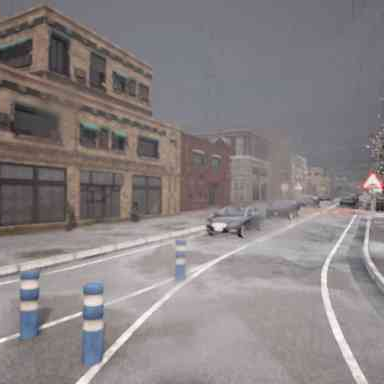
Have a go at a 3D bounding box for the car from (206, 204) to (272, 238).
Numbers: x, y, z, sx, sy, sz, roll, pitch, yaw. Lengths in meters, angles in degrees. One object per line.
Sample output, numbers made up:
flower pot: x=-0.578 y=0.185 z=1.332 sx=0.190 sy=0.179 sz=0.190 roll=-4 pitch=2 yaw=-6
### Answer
car: x=2.389 y=1.441 z=17.561 sx=2.128 sy=1.511 sz=4.902 roll=0 pitch=1 yaw=28

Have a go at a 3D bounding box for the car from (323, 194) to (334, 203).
car: x=20.558 y=0.946 z=50.854 sx=1.895 sy=1.301 sz=4.718 roll=0 pitch=1 yaw=29

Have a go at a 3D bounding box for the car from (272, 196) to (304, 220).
car: x=7.409 y=1.319 z=26.828 sx=1.882 sy=1.535 sz=5.008 roll=0 pitch=1 yaw=28

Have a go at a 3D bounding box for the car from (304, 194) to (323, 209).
car: x=13.169 y=1.138 z=37.436 sx=1.837 sy=1.490 sz=4.892 roll=0 pitch=-3 yaw=29

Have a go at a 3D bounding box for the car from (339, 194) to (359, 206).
car: x=21.430 y=1.166 z=45.663 sx=1.994 sy=1.385 sz=4.181 roll=0 pitch=1 yaw=29
